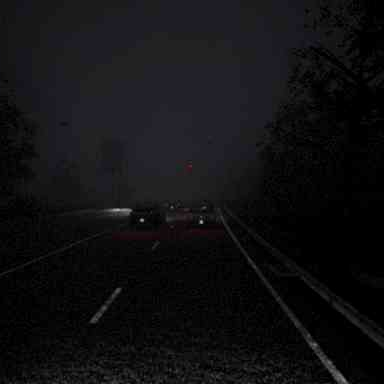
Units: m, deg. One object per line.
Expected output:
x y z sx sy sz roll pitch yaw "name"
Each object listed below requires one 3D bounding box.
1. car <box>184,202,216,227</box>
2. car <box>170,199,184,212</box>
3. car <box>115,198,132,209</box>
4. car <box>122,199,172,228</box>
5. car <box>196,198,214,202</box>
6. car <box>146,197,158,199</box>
0.665 1.577 22.735 1.895 1.301 4.718 0 0 2 "car"
-2.046 1.484 38.497 1.812 1.442 4.674 0 0 3 "car"
-8.841 1.514 44.263 1.994 1.385 4.181 0 0 4 "car"
-2.857 1.466 22.157 2.128 1.511 4.902 0 0 2 "car"
1.496 1.462 39.116 1.837 1.490 4.892 0 -1 3 "car"
-5.337 1.444 44.197 2.128 1.511 4.902 0 0 4 "car"
